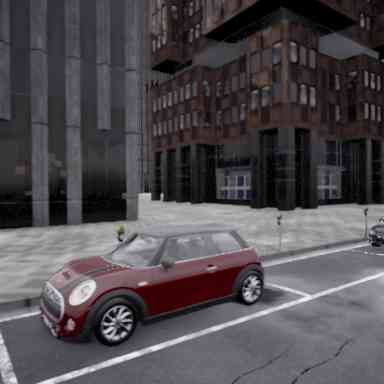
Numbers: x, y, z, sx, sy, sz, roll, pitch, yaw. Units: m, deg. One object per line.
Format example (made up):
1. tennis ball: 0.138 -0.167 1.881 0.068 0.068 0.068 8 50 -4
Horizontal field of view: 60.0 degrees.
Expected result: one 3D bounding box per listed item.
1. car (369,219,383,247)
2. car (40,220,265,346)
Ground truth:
1. car: 8.415 1.350 12.622 4.403 1.369 2.008 -1 1 -35
2. car: -0.593 1.397 6.220 4.097 1.590 1.967 -1 1 -35
